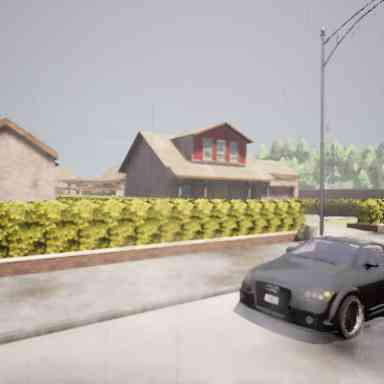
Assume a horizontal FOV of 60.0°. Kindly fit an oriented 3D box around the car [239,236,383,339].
[{"bbox_3d":[2.957,1.636,6.740,4.181,1.385,1.994,1,-1,-36],"label":"car"}]
